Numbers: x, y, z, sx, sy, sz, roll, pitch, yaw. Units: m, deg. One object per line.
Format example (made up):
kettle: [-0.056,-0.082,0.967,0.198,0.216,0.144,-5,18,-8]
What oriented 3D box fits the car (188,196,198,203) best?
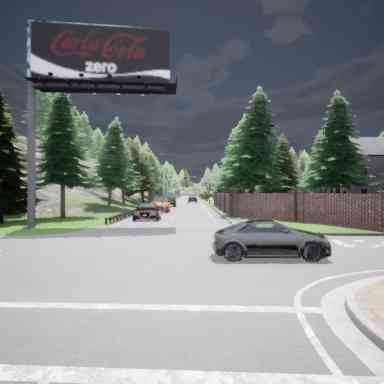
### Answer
car: [0.150,1.505,68.785,1.837,1.490,4.892,0,0,0]

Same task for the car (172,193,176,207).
car: [-3.547,1.223,50.342,2.150,2.045,5.566,0,0,0]

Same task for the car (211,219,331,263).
car: [2.799,1.706,12.153,4.181,1.385,1.994,0,0,1]

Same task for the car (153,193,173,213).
car: [-3.574,1.352,36.912,2.097,1.767,4.553,0,0,0]

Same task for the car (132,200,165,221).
car: [-3.553,1.564,26.821,1.994,1.385,4.181,0,0,-1]
